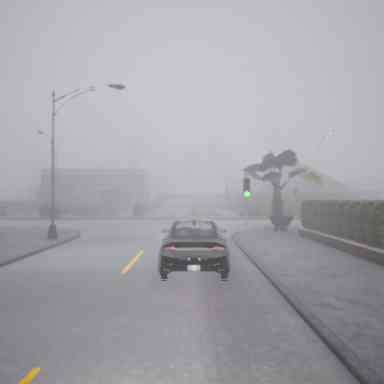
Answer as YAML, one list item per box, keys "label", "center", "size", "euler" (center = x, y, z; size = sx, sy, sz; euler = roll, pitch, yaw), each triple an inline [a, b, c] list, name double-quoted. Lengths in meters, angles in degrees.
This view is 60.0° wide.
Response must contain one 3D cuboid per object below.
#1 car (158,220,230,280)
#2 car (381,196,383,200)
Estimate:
- label: "car"
  center: [0.068, 1.613, 10.317]
  size: [2.128, 1.511, 4.902]
  euler: [0, -1, 0]
- label: "car"
  center: [38.007, 1.734, 65.538]
  size: [1.905, 1.878, 3.866]
  euler: [0, -1, 0]
